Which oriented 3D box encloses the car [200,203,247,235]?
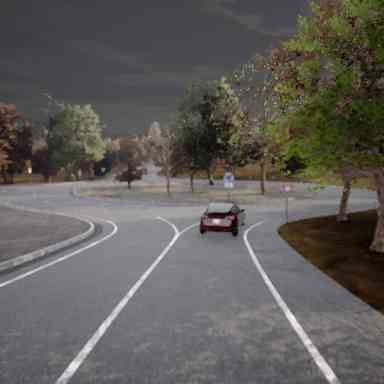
[{"bbox_3d":[1.762,1.307,18.184,2.163,1.488,4.792,1,4,15],"label":"car"}]
